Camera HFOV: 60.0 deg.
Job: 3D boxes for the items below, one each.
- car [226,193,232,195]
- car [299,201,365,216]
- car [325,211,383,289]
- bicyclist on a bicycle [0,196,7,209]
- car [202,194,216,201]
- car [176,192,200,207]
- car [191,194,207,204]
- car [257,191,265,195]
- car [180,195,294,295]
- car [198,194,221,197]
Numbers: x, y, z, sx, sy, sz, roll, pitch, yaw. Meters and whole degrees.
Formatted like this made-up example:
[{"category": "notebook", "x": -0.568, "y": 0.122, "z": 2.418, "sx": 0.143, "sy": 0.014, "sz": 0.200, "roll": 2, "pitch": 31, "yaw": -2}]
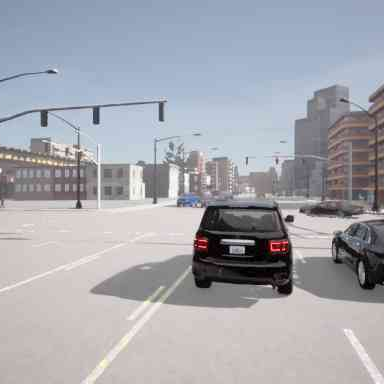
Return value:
[{"category": "car", "x": 6.184, "y": 1.091, "z": 64.268, "sx": 1.837, "sy": 1.490, "sz": 4.892, "roll": 0, "pitch": 1, "yaw": 12}, {"category": "car", "x": 12.423, "y": 1.511, "z": 29.819, "sx": 2.033, "sy": 1.411, "sz": 5.357, "roll": 0, "pitch": 0, "yaw": -43}, {"category": "car", "x": 5.118, "y": 1.505, "z": 8.945, "sx": 1.837, "sy": 1.490, "sz": 4.892, "roll": 0, "pitch": 0, "yaw": 11}, {"category": "bicyclist on a bicycle", "x": -23.742, "y": 1.303, "z": 41.537, "sx": 0.582, "sy": 1.620, "sz": 1.656, "roll": 0, "pitch": 0, "yaw": 10}, {"category": "car", "x": 3.456, "y": 1.075, "z": 68.235, "sx": 2.033, "sy": 1.411, "sz": 5.357, "roll": 0, "pitch": 1, "yaw": 12}, {"category": "car", "x": -0.639, "y": 1.079, "z": 48.503, "sx": 2.150, "sy": 2.045, "sz": 5.566, "roll": 0, "pitch": 1, "yaw": 12}, {"category": "car", "x": 1.295, "y": 1.217, "z": 57.975, "sx": 1.837, "sy": 1.490, "sz": 4.892, "roll": 0, "pitch": 1, "yaw": 11}, {"category": "car", "x": 17.620, "y": 0.559, "z": 85.140, "sx": 2.097, "sy": 1.767, "sz": 4.553, "roll": 0, "pitch": 1, "yaw": 11}, {"category": "car", "x": 1.558, "y": 1.221, "z": 9.073, "sx": 2.150, "sy": 2.045, "sz": 5.566, "roll": 0, "pitch": 0, "yaw": 15}, {"category": "car", "x": 2.436, "y": 1.381, "z": 46.090, "sx": 1.837, "sy": 1.490, "sz": 4.892, "roll": 0, "pitch": 1, "yaw": 12}]
